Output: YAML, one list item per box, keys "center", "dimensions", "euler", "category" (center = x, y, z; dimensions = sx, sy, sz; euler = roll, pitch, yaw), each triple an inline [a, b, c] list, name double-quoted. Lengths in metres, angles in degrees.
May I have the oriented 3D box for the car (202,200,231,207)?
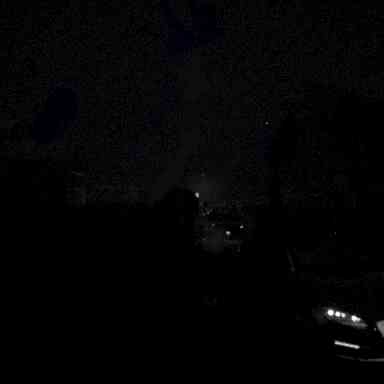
- center: [2.054, 1.725, 29.300]
  dimensions: [1.812, 1.442, 4.674]
  euler: [1, 0, 1]
  category: "car"

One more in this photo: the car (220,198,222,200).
- center: [2.348, 1.804, 42.326]
  dimensions: [2.128, 1.511, 4.902]
  euler: [1, -1, 2]
  category: "car"

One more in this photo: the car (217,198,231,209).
- center: [5.555, 1.891, 58.065]
  dimensions: [2.097, 1.767, 4.553]
  euler: [1, -1, 1]
  category: "car"

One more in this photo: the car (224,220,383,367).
- center: [2.237, 1.543, 6.305]
  dimensions: [2.128, 1.511, 4.902]
  euler: [1, 0, -7]
  category: "car"

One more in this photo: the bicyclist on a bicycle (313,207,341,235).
- center: [7.848, 1.709, 19.322]
  dimensions: [1.656, 1.620, 0.582]
  euler: [1, -1, 1]
  category: "bicyclist on a bicycle"

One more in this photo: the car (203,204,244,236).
- center: [1.863, 1.671, 19.314]
  dimensions: [2.033, 1.411, 5.357]
  euler: [1, 0, 1]
  category: "car"

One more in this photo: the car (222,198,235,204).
- center: [5.355, 1.992, 48.179]
  dimensions: [1.994, 1.385, 4.181]
  euler: [1, -1, 2]
  category: "car"
